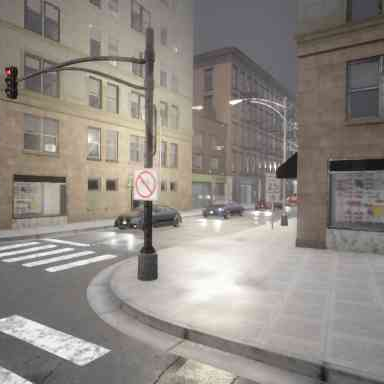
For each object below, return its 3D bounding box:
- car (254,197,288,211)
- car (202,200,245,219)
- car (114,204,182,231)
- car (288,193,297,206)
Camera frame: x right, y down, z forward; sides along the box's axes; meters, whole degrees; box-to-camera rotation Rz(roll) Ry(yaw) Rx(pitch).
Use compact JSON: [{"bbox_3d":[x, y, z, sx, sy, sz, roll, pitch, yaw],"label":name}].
[{"bbox_3d":[8.035,1.190,34.456,1.994,1.385,4.181,1,1,34],"label":"car"},{"bbox_3d":[2.534,1.296,26.231,1.994,1.385,4.181,1,1,34],"label":"car"},{"bbox_3d":[-2.382,1.388,18.865,1.994,1.385,4.181,1,1,34],"label":"car"},{"bbox_3d":[13.760,0.869,42.964,2.097,1.767,4.553,1,1,34],"label":"car"}]
